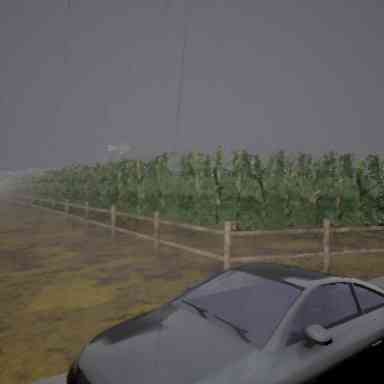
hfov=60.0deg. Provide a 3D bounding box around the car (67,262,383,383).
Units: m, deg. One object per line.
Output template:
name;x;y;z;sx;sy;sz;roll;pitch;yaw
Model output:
car;0.862;1.563;3.667;4.181;1.385;1.994;0;0;-35
